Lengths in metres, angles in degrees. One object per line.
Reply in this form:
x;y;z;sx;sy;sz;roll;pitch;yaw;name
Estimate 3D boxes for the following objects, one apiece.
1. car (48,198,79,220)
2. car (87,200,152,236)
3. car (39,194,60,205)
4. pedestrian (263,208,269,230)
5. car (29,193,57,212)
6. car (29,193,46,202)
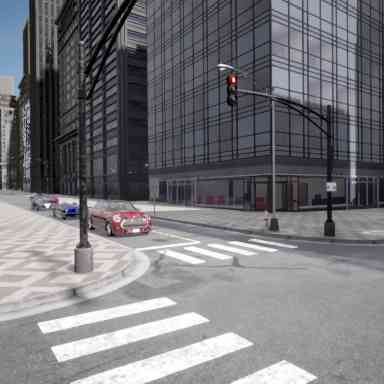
-9.616;1.390;26.083;1.895;1.301;4.718;-1;1;-34;car
-3.931;1.234;17.708;2.097;1.767;4.553;-1;1;-34;car
-20.585;1.063;47.886;1.994;1.385;4.181;-1;1;-34;car
3.894;1.374;17.302;0.500;1.100;0.500;0;0;-34;pedestrian
-15.582;1.176;34.868;2.128;1.511;4.902;-1;1;-34;car
-26.145;0.884;56.046;1.837;1.490;4.892;-1;1;-34;car
